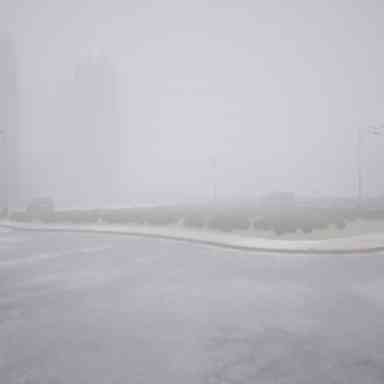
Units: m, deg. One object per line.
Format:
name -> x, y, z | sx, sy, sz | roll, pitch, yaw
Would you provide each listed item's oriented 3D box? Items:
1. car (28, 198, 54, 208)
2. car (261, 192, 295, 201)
car -> -16.459, 1.431, 36.119 | 2.242, 1.667, 4.611 | 0, 0, -36
car -> 13.033, 0.958, 50.624 | 2.150, 2.045, 5.566 | 0, 0, -35
